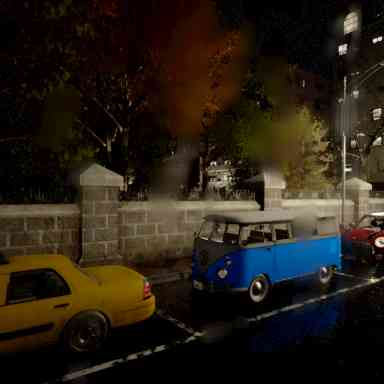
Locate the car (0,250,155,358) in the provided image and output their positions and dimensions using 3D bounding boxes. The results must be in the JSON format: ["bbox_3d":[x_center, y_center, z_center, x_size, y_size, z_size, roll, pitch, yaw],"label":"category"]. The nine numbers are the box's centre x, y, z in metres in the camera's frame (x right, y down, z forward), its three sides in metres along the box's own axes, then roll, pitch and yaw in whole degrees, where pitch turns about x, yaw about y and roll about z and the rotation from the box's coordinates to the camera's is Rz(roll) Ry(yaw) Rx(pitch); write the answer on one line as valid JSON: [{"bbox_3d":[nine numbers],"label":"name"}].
[{"bbox_3d":[-2.876,1.525,4.499,4.829,1.417,1.752,0,1,-36],"label":"car"}]

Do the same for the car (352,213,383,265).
[{"bbox_3d":[6.393,1.442,11.129,4.097,1.590,1.967,0,1,-36],"label":"car"}]

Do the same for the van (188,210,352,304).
[{"bbox_3d":[1.829,1.342,7.862,3.998,1.788,1.690,0,1,-36],"label":"van"}]
